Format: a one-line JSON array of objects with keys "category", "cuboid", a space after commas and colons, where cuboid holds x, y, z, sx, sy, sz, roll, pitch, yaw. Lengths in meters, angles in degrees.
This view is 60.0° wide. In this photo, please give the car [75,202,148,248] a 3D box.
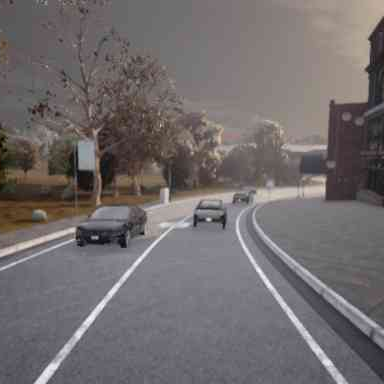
[{"category": "car", "cuboid": [-3.126, 1.240, 13.846, 1.882, 1.535, 5.008, 1, 1, 4]}]

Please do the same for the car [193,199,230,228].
[{"category": "car", "cuboid": [1.197, 1.174, 19.874, 2.128, 1.511, 4.902, 1, 1, 7]}]

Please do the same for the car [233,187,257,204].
[{"category": "car", "cuboid": [6.165, 0.570, 39.665, 1.837, 1.490, 4.892, 3, 3, 20]}]
